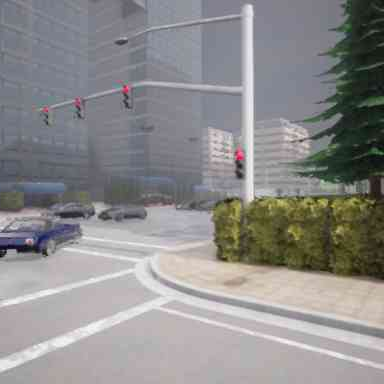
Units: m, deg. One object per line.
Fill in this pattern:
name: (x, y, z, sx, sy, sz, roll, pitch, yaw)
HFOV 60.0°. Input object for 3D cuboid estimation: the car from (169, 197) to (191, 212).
car: (-0.111, 1.600, 41.218, 2.128, 1.511, 4.902, 0, 0, 35)

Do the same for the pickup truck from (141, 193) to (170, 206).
pickup truck: (-6.238, 1.227, 55.151, 6.274, 2.098, 2.390, 0, 0, -24)

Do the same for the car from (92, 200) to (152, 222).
car: (-5.627, 1.657, 27.300, 1.994, 1.385, 4.181, 0, 0, 35)

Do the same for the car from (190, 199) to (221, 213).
car: (2.270, 1.597, 38.521, 1.837, 1.490, 4.892, 0, 0, 35)

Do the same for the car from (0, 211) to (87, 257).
car: (-5.928, 1.657, 13.137, 1.895, 1.301, 4.718, 0, 0, -1)

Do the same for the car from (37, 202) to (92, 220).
car: (-10.167, 1.600, 26.926, 2.128, 1.511, 4.902, 0, 0, 35)
